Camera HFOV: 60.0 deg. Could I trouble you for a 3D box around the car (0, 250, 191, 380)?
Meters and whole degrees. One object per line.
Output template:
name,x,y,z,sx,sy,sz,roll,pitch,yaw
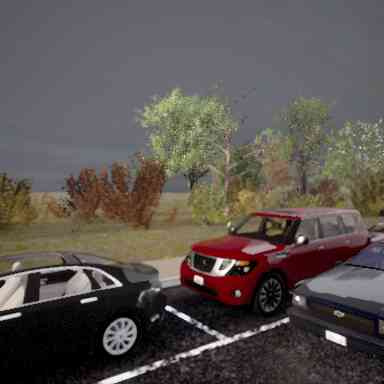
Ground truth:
car,-2.433,1.551,4.355,4.403,1.369,2.008,0,1,-35

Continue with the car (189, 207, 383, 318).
car,2.173,1.314,7.633,5.009,1.841,2.192,0,1,-35

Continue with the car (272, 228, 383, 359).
car,4.082,1.547,5.940,5.357,1.411,2.033,0,0,-35
